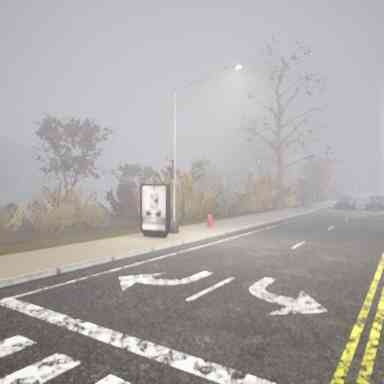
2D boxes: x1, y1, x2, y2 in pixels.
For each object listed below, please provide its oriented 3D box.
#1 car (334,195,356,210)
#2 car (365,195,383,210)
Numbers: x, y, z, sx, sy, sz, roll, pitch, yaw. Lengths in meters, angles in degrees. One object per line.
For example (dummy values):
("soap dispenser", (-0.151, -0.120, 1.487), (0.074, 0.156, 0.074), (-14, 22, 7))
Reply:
("car", (18.435, 1.182, 39.949), (2.097, 1.767, 4.553), (0, 0, 30))
("car", (21.250, 1.174, 38.325), (2.097, 1.767, 4.553), (0, 0, 30))
